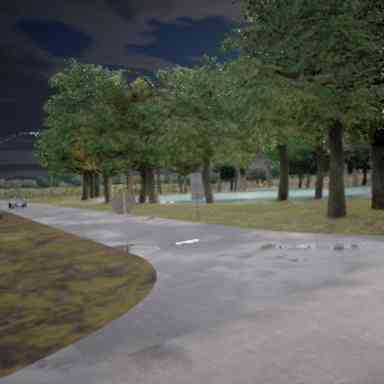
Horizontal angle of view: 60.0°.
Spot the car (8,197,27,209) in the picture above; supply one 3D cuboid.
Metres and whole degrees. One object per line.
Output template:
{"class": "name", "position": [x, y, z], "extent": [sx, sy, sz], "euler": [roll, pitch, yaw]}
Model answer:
{"class": "car", "position": [-24.228, 1.525, 46.117], "extent": [2.128, 1.511, 4.902], "euler": [-5, 3, -36]}
